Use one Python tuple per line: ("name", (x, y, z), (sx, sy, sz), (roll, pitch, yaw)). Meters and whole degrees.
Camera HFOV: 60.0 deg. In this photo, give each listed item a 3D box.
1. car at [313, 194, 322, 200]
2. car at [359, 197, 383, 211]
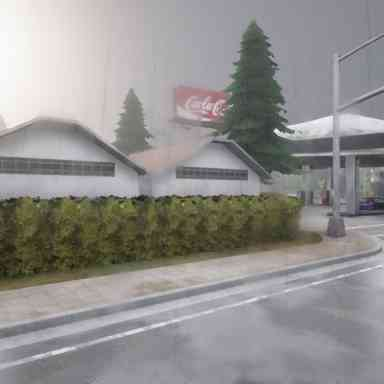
("car", (33.040, 1.330, 89.523), (2.152, 1.636, 5.027), (0, 0, -36))
("car", (21.919, 1.480, 40.042), (4.611, 1.667, 2.242), (0, 0, -36))
